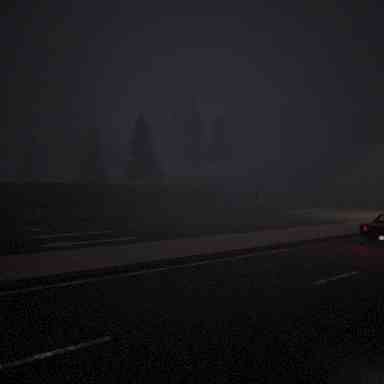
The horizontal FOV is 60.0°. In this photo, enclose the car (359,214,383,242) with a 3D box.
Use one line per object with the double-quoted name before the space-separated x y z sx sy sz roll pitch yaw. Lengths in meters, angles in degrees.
"car" 9.680 1.601 15.048 4.718 1.301 1.895 0 0 -35
